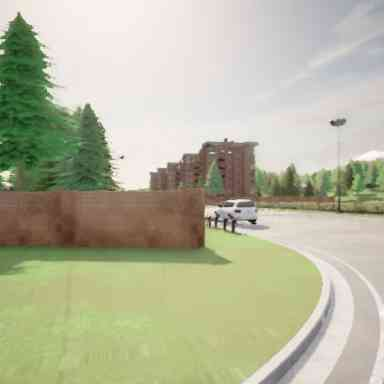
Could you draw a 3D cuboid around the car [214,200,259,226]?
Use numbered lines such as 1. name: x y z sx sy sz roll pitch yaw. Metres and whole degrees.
1. car: 3.704 1.716 28.593 2.150 2.045 5.566 0 -1 -16
